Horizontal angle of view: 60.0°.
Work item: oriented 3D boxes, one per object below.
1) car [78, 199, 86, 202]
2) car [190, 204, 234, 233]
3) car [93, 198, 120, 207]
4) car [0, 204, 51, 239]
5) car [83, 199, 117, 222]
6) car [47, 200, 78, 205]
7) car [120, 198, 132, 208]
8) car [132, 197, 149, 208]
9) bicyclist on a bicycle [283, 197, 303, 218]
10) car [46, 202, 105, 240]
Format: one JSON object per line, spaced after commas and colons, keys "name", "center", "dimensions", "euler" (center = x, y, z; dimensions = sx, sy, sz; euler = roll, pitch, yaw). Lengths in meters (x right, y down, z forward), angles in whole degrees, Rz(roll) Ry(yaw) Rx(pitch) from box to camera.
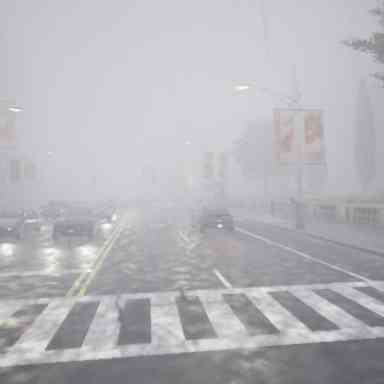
{"name": "car", "center": [-13.379, 1.658, 37.144], "dimensions": [2.033, 1.411, 5.357], "euler": [-1, 0, -22]}
{"name": "car", "center": [1.076, 1.468, 19.294], "dimensions": [1.837, 1.490, 4.892], "euler": [-1, 0, -8]}
{"name": "car", "center": [-9.620, 1.559, 36.977], "dimensions": [2.128, 1.511, 4.902], "euler": [-1, 0, -19]}
{"name": "car", "center": [-9.527, 1.637, 17.921], "dimensions": [2.033, 1.411, 5.357], "euler": [-1, 0, -8]}
{"name": "car", "center": [-7.367, 1.579, 26.795], "dimensions": [1.812, 1.442, 4.674], "euler": [-1, 0, -9]}
{"name": "car", "center": [-10.965, 1.447, 27.024], "dimensions": [2.097, 1.767, 4.553], "euler": [-1, 0, -10]}
{"name": "car", "center": [-10.944, 1.595, 48.083], "dimensions": [1.812, 1.442, 4.674], "euler": [-1, 0, -37]}
{"name": "car", "center": [-8.407, 1.529, 50.531], "dimensions": [2.128, 1.511, 4.902], "euler": [-1, 0, -37]}
{"name": "bicyclist on a bicycle", "center": [7.599, 1.181, 25.017], "dimensions": [1.656, 1.620, 0.582], "euler": [-1, 0, -9]}
{"name": "car", "center": [-5.953, 1.526, 17.624], "dimensions": [1.882, 1.535, 5.008], "euler": [-1, 0, -10]}
